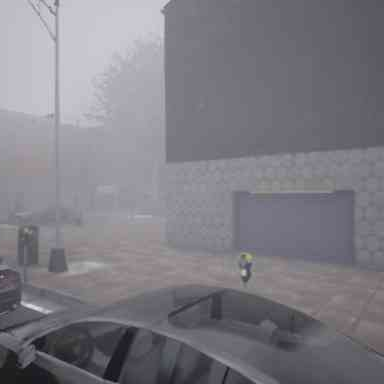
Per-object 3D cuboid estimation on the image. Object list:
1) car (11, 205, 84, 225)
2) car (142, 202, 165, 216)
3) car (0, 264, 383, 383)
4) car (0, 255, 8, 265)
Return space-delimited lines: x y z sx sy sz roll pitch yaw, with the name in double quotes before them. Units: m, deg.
"car" -11.208 1.728 26.371 2.033 1.411 5.357 -1 -1 36
"car" -3.588 1.839 36.922 1.994 1.385 4.181 -1 -1 36
"car" -0.319 1.572 3.042 4.313 1.339 1.947 0 0 35
"car" -4.941 1.574 6.336 4.403 1.369 2.008 0 0 35
